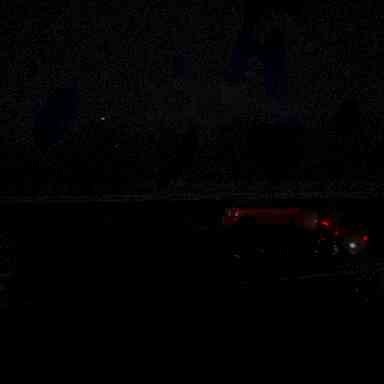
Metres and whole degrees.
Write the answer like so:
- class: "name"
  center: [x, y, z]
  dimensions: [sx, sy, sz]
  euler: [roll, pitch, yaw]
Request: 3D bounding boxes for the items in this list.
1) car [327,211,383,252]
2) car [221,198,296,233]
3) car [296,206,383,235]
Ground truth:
- class: "car"
  center: [7.521, 1.489, 11.862]
  dimensions: [4.718, 1.301, 1.895]
  euler: [0, 1, -17]
- class: "car"
  center: [3.988, 1.143, 18.101]
  dimensions: [4.553, 1.767, 2.097]
  euler: [0, 1, -17]
- class: "car"
  center: [7.911, 1.368, 15.637]
  dimensions: [5.357, 1.411, 2.033]
  euler: [0, 1, -17]
